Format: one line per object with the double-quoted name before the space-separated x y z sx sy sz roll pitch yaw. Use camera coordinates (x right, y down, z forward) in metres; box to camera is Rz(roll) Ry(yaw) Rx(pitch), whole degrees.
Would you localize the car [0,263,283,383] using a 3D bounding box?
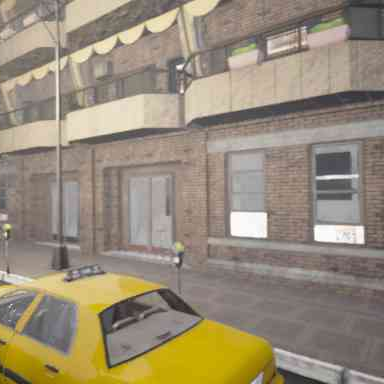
"car" -1.442 1.529 3.919 4.829 1.417 1.752 0 -1 36
